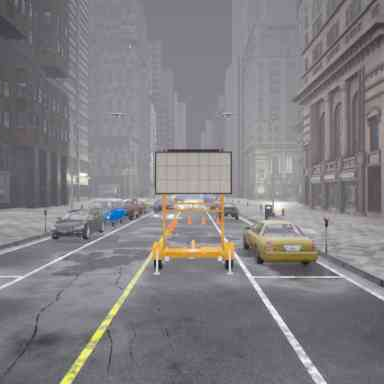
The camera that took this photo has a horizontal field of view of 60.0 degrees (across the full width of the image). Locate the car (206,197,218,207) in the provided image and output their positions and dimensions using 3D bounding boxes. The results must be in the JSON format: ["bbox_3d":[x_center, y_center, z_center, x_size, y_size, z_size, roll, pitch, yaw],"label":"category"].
[{"bbox_3d":[2.952,1.589,39.048,1.802,1.307,4.206,0,0,0],"label":"car"}]

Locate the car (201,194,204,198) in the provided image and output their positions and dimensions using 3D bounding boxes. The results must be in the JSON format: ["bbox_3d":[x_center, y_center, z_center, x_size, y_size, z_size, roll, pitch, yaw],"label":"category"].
[{"bbox_3d":[3.057,1.557,61.148,1.887,1.381,4.507,0,0,0],"label":"car"}]

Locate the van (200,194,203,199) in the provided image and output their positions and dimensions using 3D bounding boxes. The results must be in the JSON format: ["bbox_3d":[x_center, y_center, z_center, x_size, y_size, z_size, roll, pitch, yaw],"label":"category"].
[{"bbox_3d":[3.084,1.355,66.673,1.690,1.788,3.998,0,0,0],"label":"van"}]

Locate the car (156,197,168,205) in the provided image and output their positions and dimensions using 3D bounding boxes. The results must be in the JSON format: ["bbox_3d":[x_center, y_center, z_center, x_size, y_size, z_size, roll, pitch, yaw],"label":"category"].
[{"bbox_3d":[-5.498,1.557,61.205,1.887,1.381,4.507,0,0,0],"label":"car"}]

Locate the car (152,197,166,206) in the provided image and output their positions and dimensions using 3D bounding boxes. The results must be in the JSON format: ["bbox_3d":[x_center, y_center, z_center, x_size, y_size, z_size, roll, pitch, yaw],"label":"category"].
[{"bbox_3d":[-5.522,1.555,55.680,1.887,1.381,4.507,0,0,0],"label":"car"}]

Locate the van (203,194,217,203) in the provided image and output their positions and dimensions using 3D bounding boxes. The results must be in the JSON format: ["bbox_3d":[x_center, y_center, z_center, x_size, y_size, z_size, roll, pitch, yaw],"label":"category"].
[{"bbox_3d":[3.006,1.350,50.099,1.690,1.788,3.998,0,0,0],"label":"van"}]

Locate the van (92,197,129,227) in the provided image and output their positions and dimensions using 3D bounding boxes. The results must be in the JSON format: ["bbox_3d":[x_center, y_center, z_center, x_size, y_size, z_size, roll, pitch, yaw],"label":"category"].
[{"bbox_3d":[-5.665,1.345,22.528,1.690,1.788,3.998,0,0,0],"label":"van"}]

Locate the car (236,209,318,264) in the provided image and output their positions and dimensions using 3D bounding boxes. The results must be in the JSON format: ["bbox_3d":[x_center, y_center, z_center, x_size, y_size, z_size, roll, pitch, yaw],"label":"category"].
[{"bbox_3d":[2.823,1.527,11.594,1.752,1.417,4.829,0,0,0],"label":"car"}]

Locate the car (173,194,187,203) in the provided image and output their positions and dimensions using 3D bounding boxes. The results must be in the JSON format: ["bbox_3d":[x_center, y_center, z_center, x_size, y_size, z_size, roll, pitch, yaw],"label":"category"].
[{"bbox_3d":[-2.680,1.523,70.571,1.837,1.490,4.892,0,0,0],"label":"car"}]

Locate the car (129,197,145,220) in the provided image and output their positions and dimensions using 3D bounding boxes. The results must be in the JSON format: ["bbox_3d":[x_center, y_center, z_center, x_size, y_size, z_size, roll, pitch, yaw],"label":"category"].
[{"bbox_3d":[-5.641,1.319,28.053,2.192,1.841,5.009,0,0,0],"label":"car"}]

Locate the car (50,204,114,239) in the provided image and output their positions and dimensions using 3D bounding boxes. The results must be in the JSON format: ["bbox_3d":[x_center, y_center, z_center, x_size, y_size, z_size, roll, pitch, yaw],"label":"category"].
[{"bbox_3d":[-5.690,1.553,17.002,2.008,1.369,4.403,0,0,0],"label":"car"}]

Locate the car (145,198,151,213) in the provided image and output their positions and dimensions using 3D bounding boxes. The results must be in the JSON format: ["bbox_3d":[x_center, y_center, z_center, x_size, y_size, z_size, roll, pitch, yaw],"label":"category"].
[{"bbox_3d":[-5.618,1.550,33.578,1.887,1.381,4.507,0,0,0],"label":"car"}]

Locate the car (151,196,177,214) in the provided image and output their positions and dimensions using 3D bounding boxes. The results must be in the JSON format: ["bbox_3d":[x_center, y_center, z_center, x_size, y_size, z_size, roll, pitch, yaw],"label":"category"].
[{"bbox_3d":[-2.937,1.483,35.856,1.882,1.535,5.008,0,0,0],"label":"car"}]

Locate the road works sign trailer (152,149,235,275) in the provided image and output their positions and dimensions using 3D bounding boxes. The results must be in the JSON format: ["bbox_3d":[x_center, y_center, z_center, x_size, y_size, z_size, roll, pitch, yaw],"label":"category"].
[{"bbox_3d":[0.047,0.466,10.474,2.380,3.560,2.880,0,0,0],"label":"road works sign trailer"}]

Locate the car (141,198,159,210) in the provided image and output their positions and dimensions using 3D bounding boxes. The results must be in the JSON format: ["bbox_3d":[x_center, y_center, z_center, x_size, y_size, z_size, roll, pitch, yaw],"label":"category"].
[{"bbox_3d":[-5.571,1.533,44.459,1.752,1.417,4.829,0,0,0],"label":"car"}]

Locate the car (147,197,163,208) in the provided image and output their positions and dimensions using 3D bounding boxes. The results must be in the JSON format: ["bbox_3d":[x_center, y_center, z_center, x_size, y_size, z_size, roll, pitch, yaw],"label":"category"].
[{"bbox_3d":[-5.546,1.553,50.155,1.887,1.381,4.507,0,0,0],"label":"car"}]

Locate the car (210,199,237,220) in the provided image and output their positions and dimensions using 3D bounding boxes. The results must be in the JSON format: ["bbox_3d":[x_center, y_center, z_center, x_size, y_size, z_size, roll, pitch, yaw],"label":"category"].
[{"bbox_3d":[2.900,1.555,27.999,2.008,1.369,4.403,0,0,0],"label":"car"}]
